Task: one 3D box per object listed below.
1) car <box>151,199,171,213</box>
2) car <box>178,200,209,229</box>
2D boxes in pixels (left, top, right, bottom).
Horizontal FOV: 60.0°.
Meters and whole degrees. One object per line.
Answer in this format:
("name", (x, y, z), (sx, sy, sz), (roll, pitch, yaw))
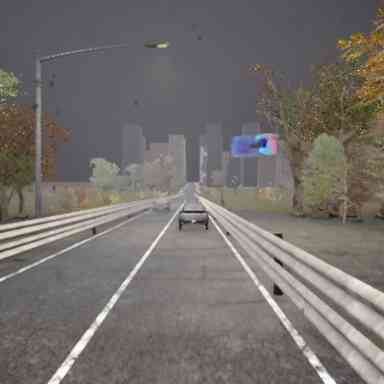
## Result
("car", (-3.363, 1.509, 37.426), (1.812, 1.442, 4.674), (0, 0, 0))
("car", (0.094, 1.482, 21.560), (2.128, 1.511, 4.902), (0, 0, 0))
